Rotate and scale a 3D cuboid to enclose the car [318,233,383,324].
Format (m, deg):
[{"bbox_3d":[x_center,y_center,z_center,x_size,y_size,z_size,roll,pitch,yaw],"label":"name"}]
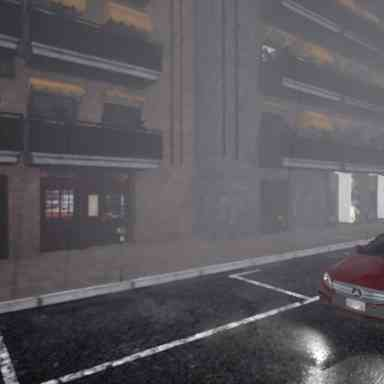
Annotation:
[{"bbox_3d":[4.466,1.505,6.596,4.674,1.442,1.812,0,0,-36],"label":"car"}]
